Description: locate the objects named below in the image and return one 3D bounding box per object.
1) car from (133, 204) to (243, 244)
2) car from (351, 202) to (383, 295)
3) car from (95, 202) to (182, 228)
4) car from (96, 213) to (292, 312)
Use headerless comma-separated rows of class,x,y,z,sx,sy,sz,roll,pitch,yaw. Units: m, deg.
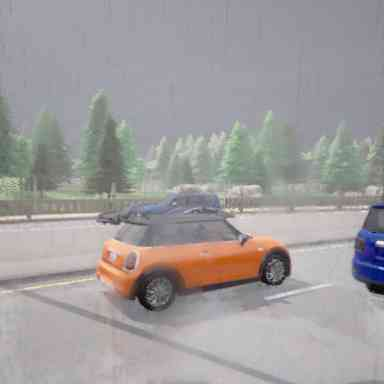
car,-0.148,1.420,15.986,4.902,1.511,2.128,0,0,-29
car,5.886,1.181,7.189,5.566,2.045,2.150,0,0,-30
car,-3.510,1.453,22.172,5.357,1.411,2.033,0,0,-30
car,0.212,1.316,7.818,4.553,1.767,2.097,0,0,-32
